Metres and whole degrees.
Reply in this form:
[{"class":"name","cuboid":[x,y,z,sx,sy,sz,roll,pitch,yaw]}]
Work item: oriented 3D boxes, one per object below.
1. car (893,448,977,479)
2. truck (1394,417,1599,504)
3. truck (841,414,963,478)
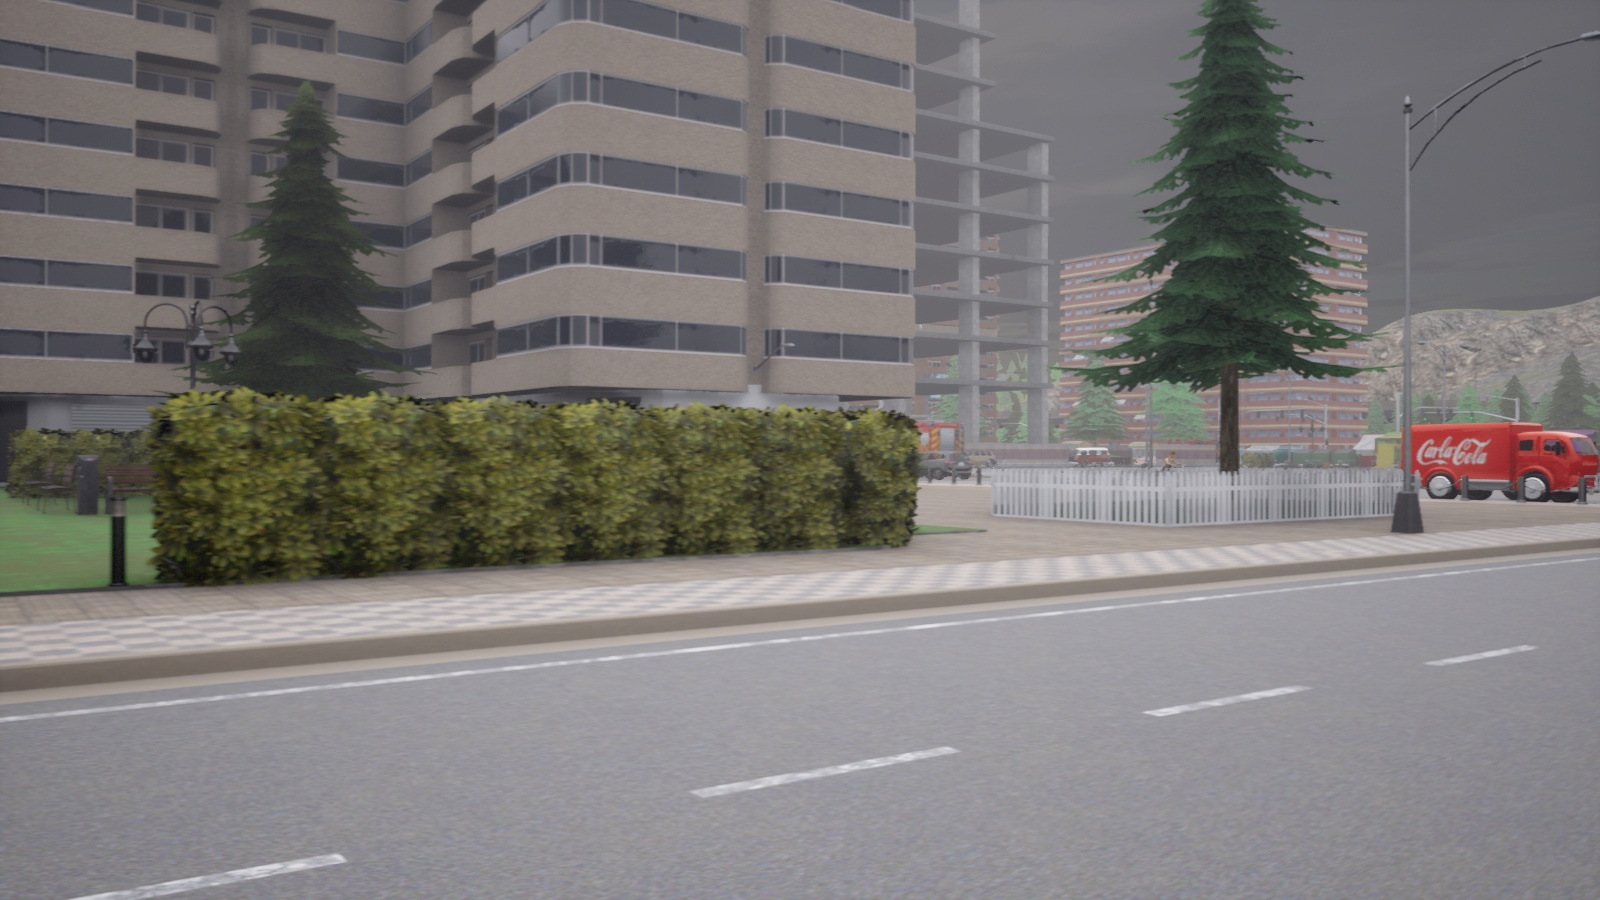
[{"class":"car","cuboid":[7.580,0.747,70.958,2.242,1.667,4.611,0,0,-35]},{"class":"truck","cuboid":[21.567,0.308,38.769,2.627,2.467,5.204,0,0,-35]},{"class":"truck","cuboid":[6.306,-0.240,78.876,2.891,3.827,8.468,0,0,-35]}]
